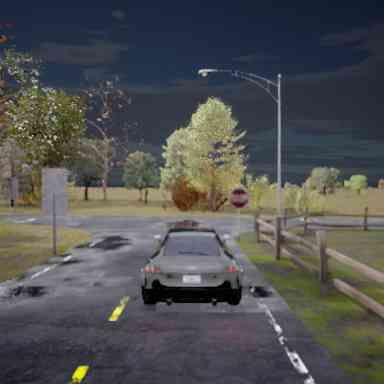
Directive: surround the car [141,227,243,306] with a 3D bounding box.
[{"bbox_3d":[0.002,1.525,7.994,1.994,1.385,4.181,0,0,0],"label":"car"}]
